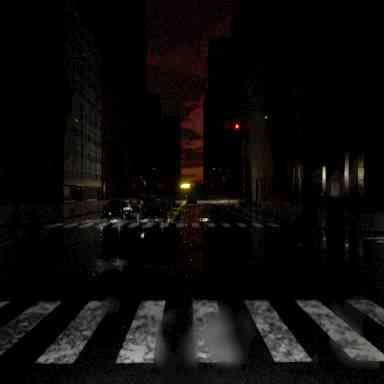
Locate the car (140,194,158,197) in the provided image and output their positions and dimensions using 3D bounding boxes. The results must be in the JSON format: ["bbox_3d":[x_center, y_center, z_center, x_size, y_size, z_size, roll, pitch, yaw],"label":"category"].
[{"bbox_3d":[-6.677,1.257,48.691,2.150,2.045,5.566,0,0,0],"label":"car"}]

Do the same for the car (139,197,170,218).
[{"bbox_3d":[-3.399,1.499,30.810,1.882,1.535,5.008,0,0,0],"label":"car"}]

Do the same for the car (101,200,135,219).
[{"bbox_3d":[-6.665,1.525,29.517,1.837,1.490,4.892,0,0,0],"label":"car"}]

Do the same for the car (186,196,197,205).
[{"bbox_3d":[-0.022,1.592,60.535,2.033,1.411,5.357,0,0,0],"label":"car"}]

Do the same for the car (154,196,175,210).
[{"bbox_3d":[-3.423,1.554,40.090,1.812,1.442,4.674,0,0,0],"label":"car"}]

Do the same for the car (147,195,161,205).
[{"bbox_3d":[-6.660,1.396,58.953,2.097,1.767,4.553,0,0,-1],"label":"car"}]

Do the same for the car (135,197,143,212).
[{"bbox_3d":[-6.667,1.628,38.780,1.895,1.301,4.718,0,0,0],"label":"car"}]

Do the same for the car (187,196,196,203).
[{"bbox_3d":[-0.077,1.613,70.862,1.994,1.385,4.181,0,0,0],"label":"car"}]
